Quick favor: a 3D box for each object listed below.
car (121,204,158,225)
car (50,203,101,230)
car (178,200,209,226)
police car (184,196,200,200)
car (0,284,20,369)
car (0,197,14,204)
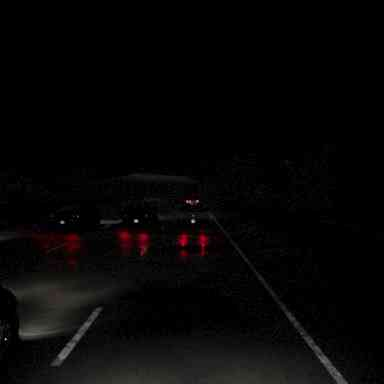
[{"bbox_3d":[-3.405,1.462,22.489,1.895,1.301,4.718,0,0,0],"label":"car"},{"bbox_3d":[-6.905,1.402,20.016,1.812,1.442,4.674,0,0,0],"label":"car"},{"bbox_3d":[0.078,1.464,22.247,1.895,1.301,4.718,0,0,0],"label":"car"},{"bbox_3d":[0.029,1.251,41.014,2.038,1.542,4.974,0,0,0],"label":"police car"},{"bbox_3d":[-3.401,1.334,2.690,2.097,1.767,4.553,0,0,0],"label":"car"},{"bbox_3d":[-21.097,1.303,36.053,1.812,1.442,4.674,0,0,0],"label":"car"}]
